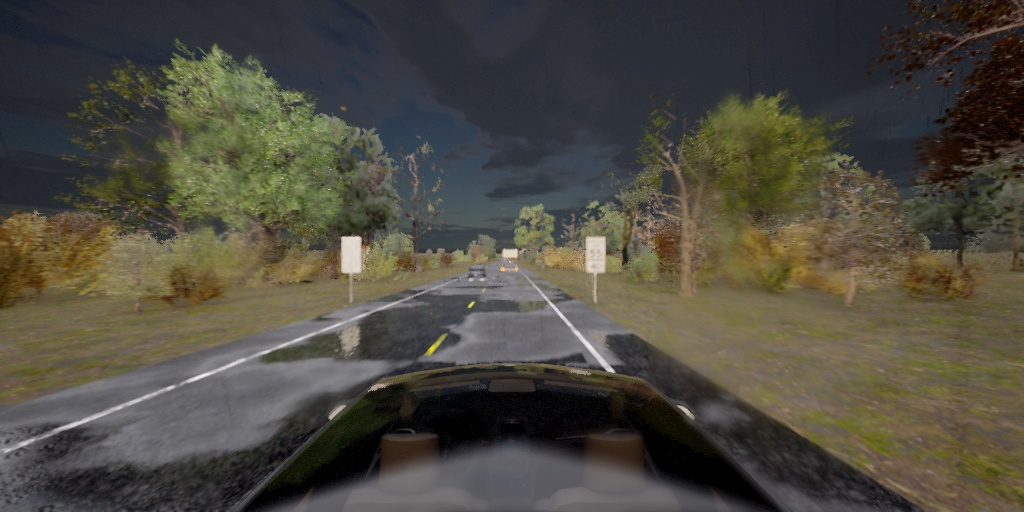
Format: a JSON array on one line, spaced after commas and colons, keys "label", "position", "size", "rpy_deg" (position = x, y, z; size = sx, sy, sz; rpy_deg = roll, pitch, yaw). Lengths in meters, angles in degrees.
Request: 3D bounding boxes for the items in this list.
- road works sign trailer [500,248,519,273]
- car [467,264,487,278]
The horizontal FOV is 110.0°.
[{"label": "road works sign trailer", "position": [-0.263, 0.670, 52.838], "size": [2.380, 3.560, 2.880], "rpy_deg": [0, 0, 1]}, {"label": "car", "position": [-3.721, 1.636, 39.486], "size": [2.033, 1.411, 5.357], "rpy_deg": [0, -1, 0]}]
